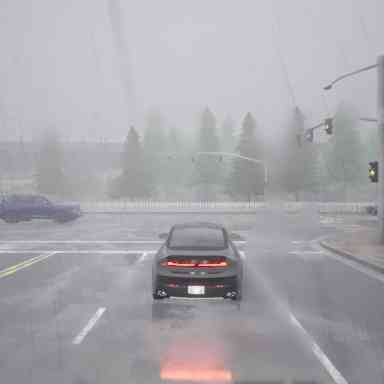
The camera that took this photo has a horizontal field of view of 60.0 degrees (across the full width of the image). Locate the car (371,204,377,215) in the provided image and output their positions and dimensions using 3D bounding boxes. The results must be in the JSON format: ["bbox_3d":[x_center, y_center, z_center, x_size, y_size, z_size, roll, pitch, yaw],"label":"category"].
[{"bbox_3d":[15.904,1.436,23.585,4.902,1.511,2.128,0,0,0],"label":"car"}]

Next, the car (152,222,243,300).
[{"bbox_3d":[0.173,1.505,8.368,1.837,1.490,4.892,0,0,2],"label":"car"}]

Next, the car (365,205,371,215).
[{"bbox_3d":[18.739,1.422,30.740,5.008,1.535,1.882,0,0,1],"label":"car"}]

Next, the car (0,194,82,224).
[{"bbox_3d":[-10.800,1.192,23.758,5.566,2.045,2.150,0,0,0],"label":"car"}]
